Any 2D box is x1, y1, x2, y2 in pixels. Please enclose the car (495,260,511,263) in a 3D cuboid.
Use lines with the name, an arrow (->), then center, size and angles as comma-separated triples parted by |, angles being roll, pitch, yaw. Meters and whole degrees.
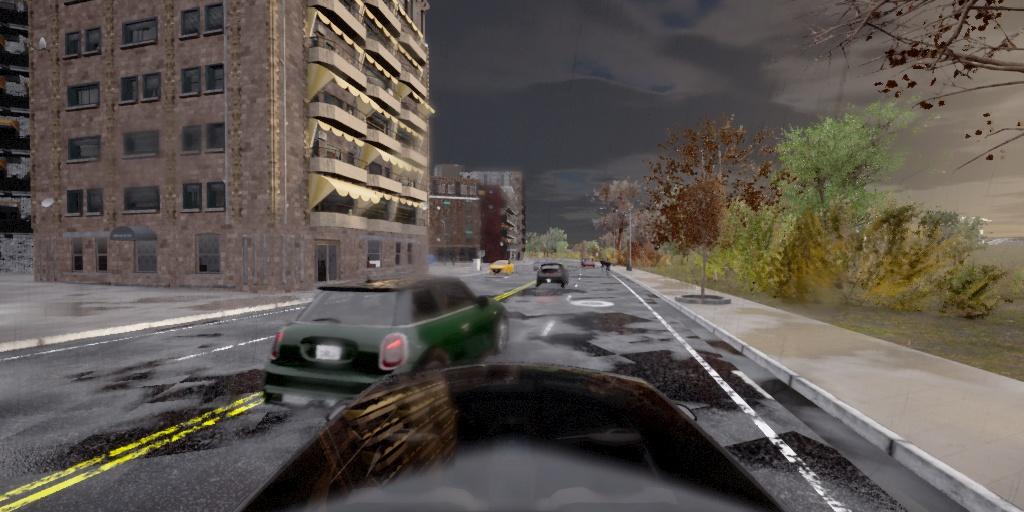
car -> -1.069, 1.221, 38.308 | 1.882, 1.535, 5.008 | 0, 0, 12

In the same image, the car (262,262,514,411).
car -> -1.532, 1.102, 6.088 | 2.097, 1.767, 4.553 | 0, 0, 14

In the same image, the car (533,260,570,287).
car -> 2.828, 1.249, 24.473 | 1.837, 1.490, 4.892 | 0, 0, 13

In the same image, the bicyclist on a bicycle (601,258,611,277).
bicyclist on a bicycle -> 8.798, 1.110, 32.975 | 0.659, 1.776, 1.843 | 0, 0, 12
